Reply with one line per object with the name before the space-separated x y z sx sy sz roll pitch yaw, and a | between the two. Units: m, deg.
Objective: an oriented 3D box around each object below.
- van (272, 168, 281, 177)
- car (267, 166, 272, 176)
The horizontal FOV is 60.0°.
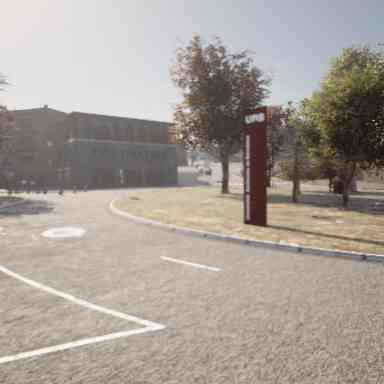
van | 24.284 -4.944 88.512 4.442 1.987 1.878 -2 7 -22
car | 24.051 -5.331 91.469 5.566 2.045 2.435 -2 8 -22
